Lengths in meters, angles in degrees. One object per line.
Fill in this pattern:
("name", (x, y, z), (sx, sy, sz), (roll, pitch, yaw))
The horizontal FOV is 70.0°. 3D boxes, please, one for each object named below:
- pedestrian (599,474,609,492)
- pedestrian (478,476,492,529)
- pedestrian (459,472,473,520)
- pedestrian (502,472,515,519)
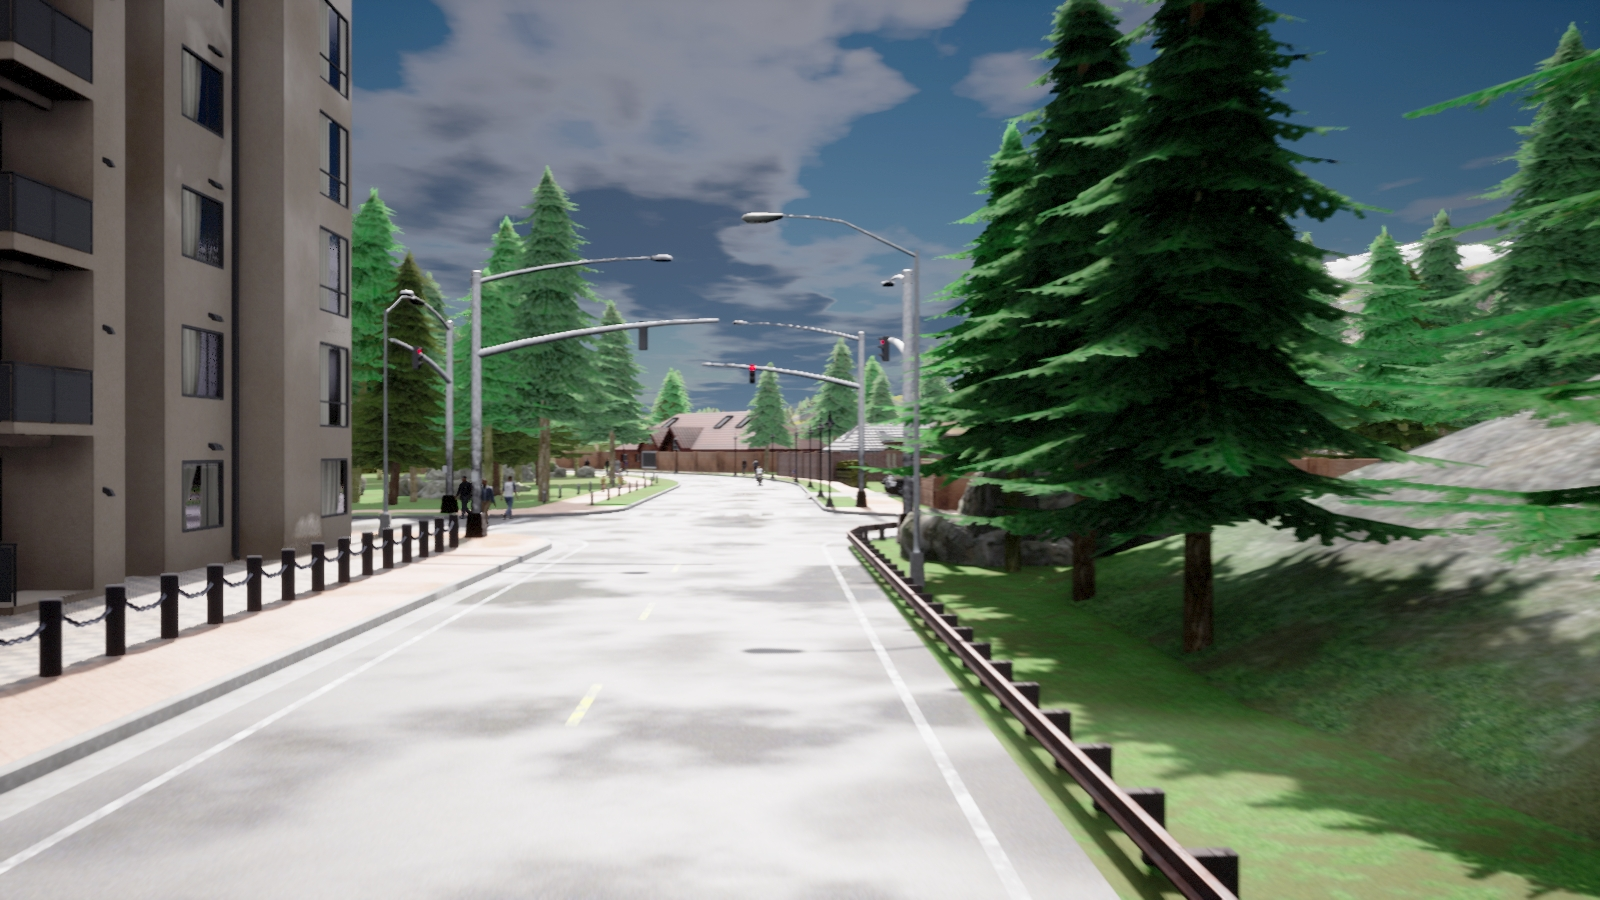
("pedestrian", (-12.165, 2.040, 70.844), (0.500, 1.100, 0.500), (0, 0, 0))
("pedestrian", (-11.023, 1.829, 39.978), (0.375, 1.860, 0.375), (0, 0, 0))
("pedestrian", (-13.306, 1.829, 45.475), (0.375, 1.860, 0.375), (0, 0, 18))
("pedestrian", (-11.639, 1.829, 45.595), (0.375, 1.860, 0.375), (0, 0, 10))
